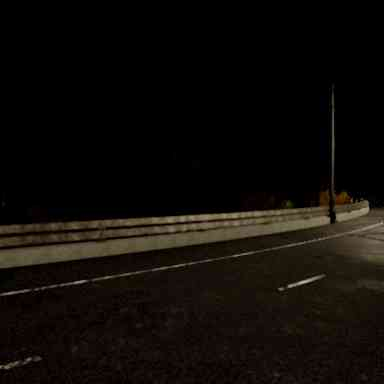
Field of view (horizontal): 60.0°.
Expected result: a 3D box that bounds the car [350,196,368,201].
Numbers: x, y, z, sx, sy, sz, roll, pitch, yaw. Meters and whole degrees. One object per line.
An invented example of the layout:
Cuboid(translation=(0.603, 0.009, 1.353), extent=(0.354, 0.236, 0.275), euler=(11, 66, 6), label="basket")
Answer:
Cuboid(translation=(39.283, 1.682, 79.676), extent=(2.128, 1.511, 4.902), euler=(0, 0, 5), label="car")

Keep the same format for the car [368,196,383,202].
Cuboid(translation=(42.762, 1.686, 79.293), extent=(1.812, 1.442, 4.674), euler=(0, 0, 5), label="car")
